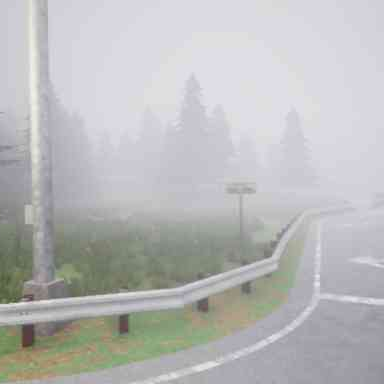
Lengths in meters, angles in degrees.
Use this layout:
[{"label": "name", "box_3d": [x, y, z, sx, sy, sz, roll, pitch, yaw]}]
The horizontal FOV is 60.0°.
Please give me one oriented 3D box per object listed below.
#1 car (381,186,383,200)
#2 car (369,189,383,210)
[{"label": "car", "box_3d": [27.768, 0.122, 45.955, 2.150, 2.045, 5.566, -1, 1, 23]}, {"label": "car", "box_3d": [17.378, 0.787, 30.465, 1.837, 1.490, 4.892, -1, 1, 23]}]
